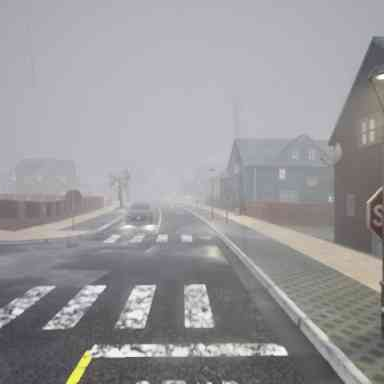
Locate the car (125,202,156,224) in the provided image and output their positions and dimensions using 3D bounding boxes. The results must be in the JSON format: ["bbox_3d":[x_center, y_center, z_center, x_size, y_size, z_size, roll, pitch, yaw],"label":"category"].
[{"bbox_3d":[-3.801,1.518,24.916,1.837,1.490,4.892,0,0,-4],"label":"car"}]
